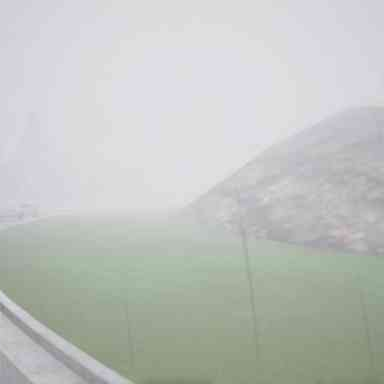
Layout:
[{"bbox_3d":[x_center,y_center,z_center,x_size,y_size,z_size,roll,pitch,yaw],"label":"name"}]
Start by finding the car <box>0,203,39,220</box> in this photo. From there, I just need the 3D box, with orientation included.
[{"bbox_3d":[-15.238,1.661,29.298,1.812,1.442,4.674,0,0,-3],"label":"car"}]
